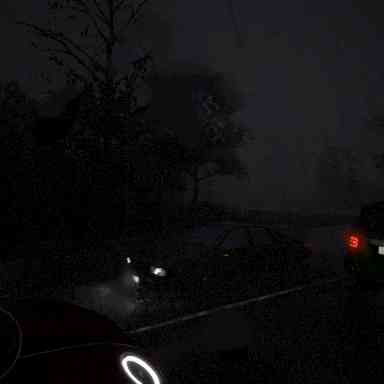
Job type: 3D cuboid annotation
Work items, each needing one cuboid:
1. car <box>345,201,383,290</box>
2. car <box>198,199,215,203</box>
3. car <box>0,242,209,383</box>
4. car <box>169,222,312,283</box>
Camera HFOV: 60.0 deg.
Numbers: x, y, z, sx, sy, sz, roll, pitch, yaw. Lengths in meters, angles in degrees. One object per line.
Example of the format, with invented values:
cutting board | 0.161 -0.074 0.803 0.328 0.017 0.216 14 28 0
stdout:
car | 5.919 1.221 7.882 5.566 2.045 2.150 0 0 -35
car | 1.393 1.703 53.850 4.718 1.301 1.895 -1 0 42
car | -2.354 1.352 2.029 4.553 1.767 2.097 0 0 -36
car | 0.940 1.547 8.925 5.357 1.411 2.033 0 0 -35
